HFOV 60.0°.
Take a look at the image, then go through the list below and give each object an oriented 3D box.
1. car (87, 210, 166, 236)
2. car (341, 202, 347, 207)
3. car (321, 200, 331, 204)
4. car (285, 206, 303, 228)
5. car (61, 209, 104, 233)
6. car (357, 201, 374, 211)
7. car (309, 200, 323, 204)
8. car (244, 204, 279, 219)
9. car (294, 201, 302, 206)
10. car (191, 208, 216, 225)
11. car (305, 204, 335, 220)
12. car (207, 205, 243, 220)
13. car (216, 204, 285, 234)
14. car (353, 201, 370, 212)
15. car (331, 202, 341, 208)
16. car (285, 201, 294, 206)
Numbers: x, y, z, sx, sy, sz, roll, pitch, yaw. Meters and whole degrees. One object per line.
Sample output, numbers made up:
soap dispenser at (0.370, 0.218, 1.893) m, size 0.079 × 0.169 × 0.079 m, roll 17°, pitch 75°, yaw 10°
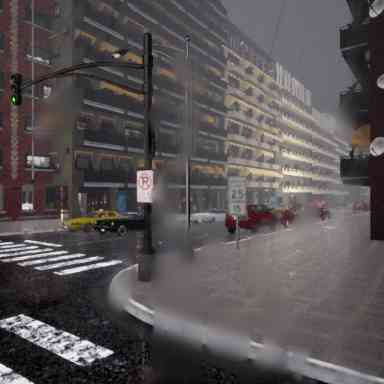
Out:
car at (-3.830, 1.911, 20.841) m, size 1.895 × 1.301 × 4.718 m, roll 0°, pitch -1°, yaw 35°
car at (39.364, 3.281, 87.080) m, size 1.947 × 1.339 × 4.313 m, roll -1°, pitch -2°, yaw 35°
car at (26.368, 2.640, 68.525) m, size 2.192 × 1.841 × 5.009 m, roll -1°, pitch -2°, yaw 35°
car at (7.259, 2.043, 26.666) m, size 1.887 × 1.381 × 4.507 m, roll -1°, pitch -2°, yaw 35°
car at (-6.209, 1.834, 21.984) m, size 1.752 × 1.417 × 4.829 m, roll -1°, pitch -2°, yaw 35°
car at (33.241, 2.621, 63.788) m, size 2.192 × 1.841 × 5.009 m, roll -1°, pitch -2°, yaw 35°
car at (23.122, 2.770, 63.881) m, size 1.887 × 1.381 × 4.507 m, roll -1°, pitch -2°, yaw 35°
car at (7.889, 2.171, 37.560) m, size 2.128 × 1.511 × 4.902 m, roll 0°, pitch -1°, yaw 35°
car at (16.624, 2.340, 54.607) m, size 2.192 × 1.841 × 5.009 m, roll -1°, pitch -2°, yaw 35°
car at (1.915, 2.093, 29.048) m, size 1.895 × 1.301 × 4.718 m, roll 0°, pitch -1°, yaw 35°
car at (13.755, 2.284, 35.944) m, size 1.802 × 1.307 × 4.206 m, roll -1°, pitch -2°, yaw 35°
car at (3.634, 2.164, 36.042) m, size 1.887 × 1.381 × 4.507 m, roll -1°, pitch -2°, yaw 35°
car at (4.009, 1.711, 22.033) m, size 2.192 × 1.841 × 5.009 m, roll -1°, pitch -2°, yaw 35°
car at (29.992, 2.522, 59.148) m, size 2.192 × 1.841 × 5.009 m, roll -1°, pitch -2°, yaw 35°
car at (32.866, 3.066, 77.800) m, size 1.887 × 1.381 × 4.507 m, roll -1°, pitch -2°, yaw 35°
car at (13.279, 2.446, 49.822) m, size 1.752 × 1.417 × 4.829 m, roll -1°, pitch -2°, yaw 35°
